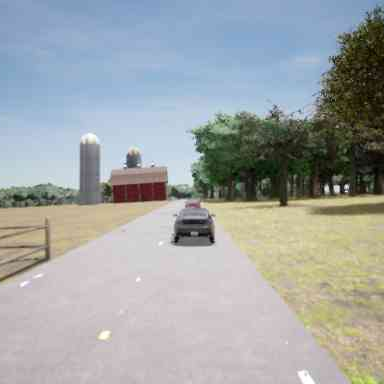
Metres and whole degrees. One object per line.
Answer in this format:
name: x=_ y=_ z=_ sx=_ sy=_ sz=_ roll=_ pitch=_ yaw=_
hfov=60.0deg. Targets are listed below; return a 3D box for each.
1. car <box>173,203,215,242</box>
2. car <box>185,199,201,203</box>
car: x=0.103 y=1.517 z=16.593 sx=1.837 sy=1.490 sz=4.892 roll=0 pitch=0 yaw=0
car: x=0.107 y=1.565 z=39.255 sx=1.812 sy=1.442 sz=4.674 roll=0 pitch=0 yaw=0
